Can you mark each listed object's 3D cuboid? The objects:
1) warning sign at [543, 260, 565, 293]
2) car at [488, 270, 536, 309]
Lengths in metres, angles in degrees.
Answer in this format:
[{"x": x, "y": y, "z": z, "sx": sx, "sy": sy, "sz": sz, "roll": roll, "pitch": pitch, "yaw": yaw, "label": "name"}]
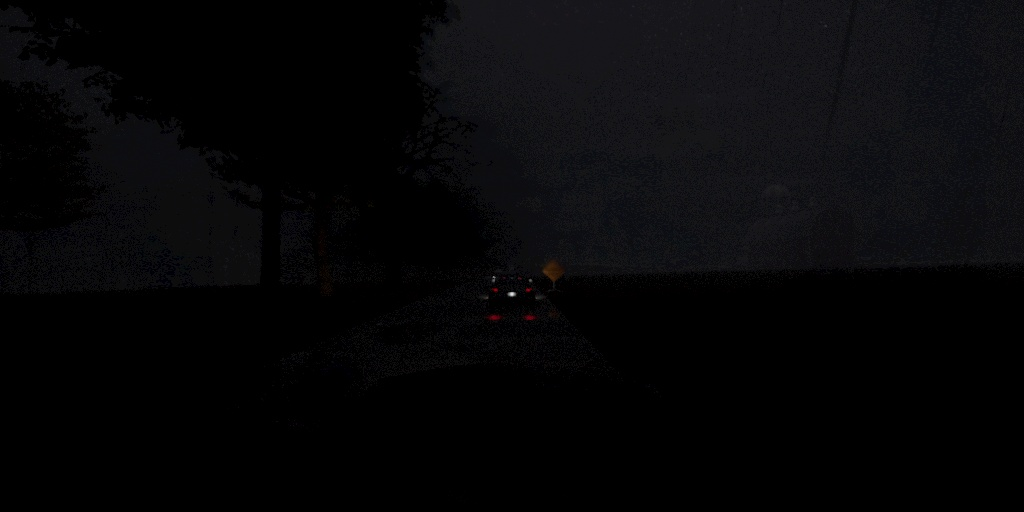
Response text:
[{"x": 2.449, "y": 1.167, "z": 20.899, "sx": 1.300, "sy": 1.860, "sz": 1.060, "roll": 0, "pitch": 0, "yaw": 0, "label": "warning sign"}, {"x": 0.004, "y": 1.518, "z": 16.180, "sx": 1.994, "sy": 1.385, "sz": 4.181, "roll": 0, "pitch": -1, "yaw": 0, "label": "car"}]
